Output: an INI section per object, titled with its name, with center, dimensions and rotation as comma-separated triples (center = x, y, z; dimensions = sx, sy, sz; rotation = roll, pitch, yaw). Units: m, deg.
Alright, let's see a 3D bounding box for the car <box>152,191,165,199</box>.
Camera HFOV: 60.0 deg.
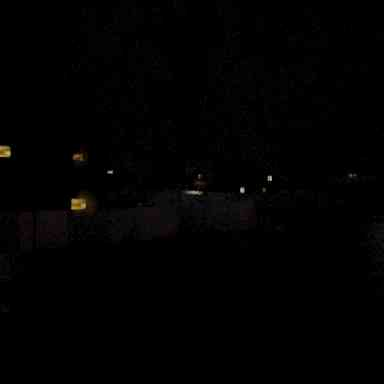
[car]
center = -6.297, 0.584, 61.842
dimensions = 1.812, 1.442, 4.674
rotation = 1, 1, -21
